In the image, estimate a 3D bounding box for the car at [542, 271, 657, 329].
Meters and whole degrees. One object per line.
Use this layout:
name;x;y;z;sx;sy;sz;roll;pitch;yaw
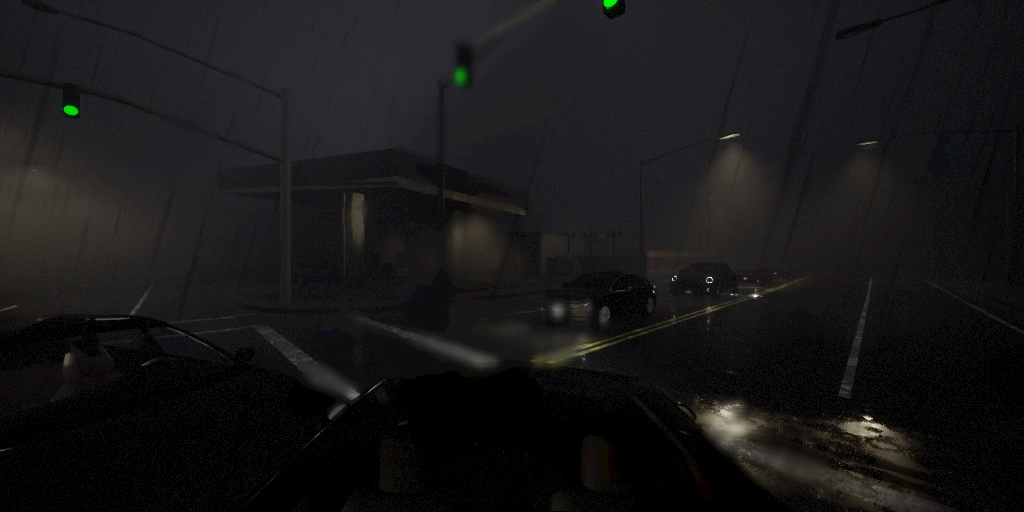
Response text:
car;2.980;1.255;11.573;4.892;1.490;1.837;0;0;-45

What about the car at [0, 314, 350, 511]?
car;-3.399;1.242;2.610;4.902;1.511;2.128;0;0;15

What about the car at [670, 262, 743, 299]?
car;9.877;1.102;18.360;4.553;1.767;2.097;0;0;-44

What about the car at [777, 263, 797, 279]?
car;24.057;1.314;32.203;4.181;1.385;1.994;0;0;-44

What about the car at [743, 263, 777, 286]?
car;16.863;1.314;25.211;1.994;1.385;4.181;0;0;45
